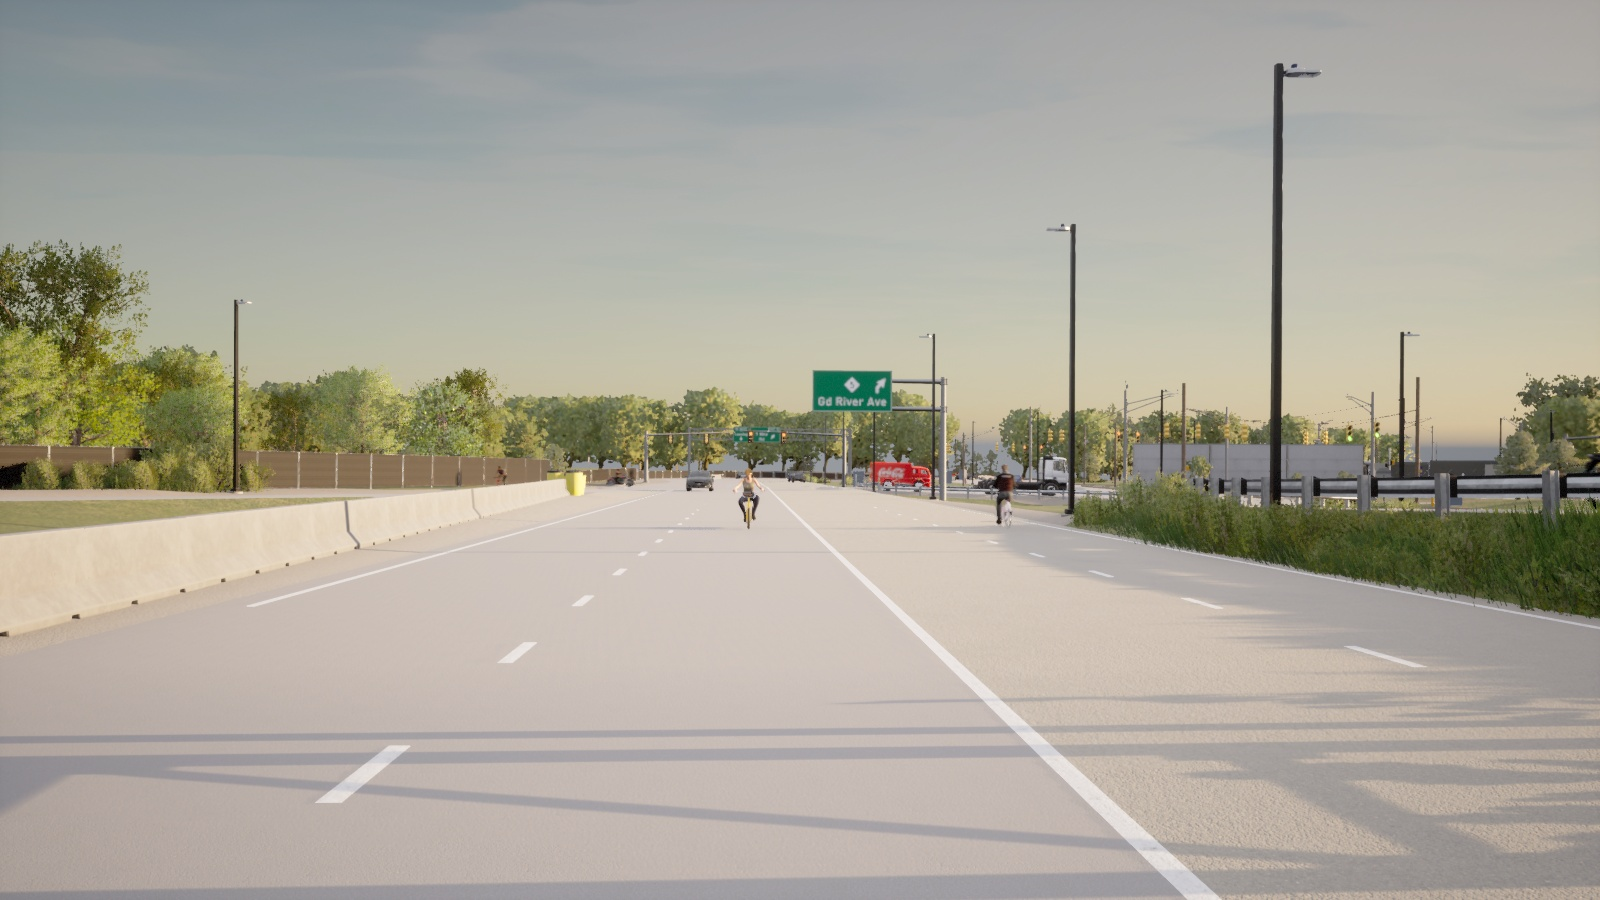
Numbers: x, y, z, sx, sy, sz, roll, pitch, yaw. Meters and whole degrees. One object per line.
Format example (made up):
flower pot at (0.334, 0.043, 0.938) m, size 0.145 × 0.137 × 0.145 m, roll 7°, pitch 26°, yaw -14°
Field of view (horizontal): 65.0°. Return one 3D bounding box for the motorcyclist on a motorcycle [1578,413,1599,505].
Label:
motorcyclist on a motorcycle at (14.176, 0.131, 20.776) m, size 0.797 × 1.523 × 2.044 m, roll 4°, pitch -5°, yaw -38°

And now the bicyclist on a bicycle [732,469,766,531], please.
bicyclist on a bicycle at (-1.354, 1.309, 33.400) m, size 0.866 × 1.612 × 1.509 m, roll 0°, pitch -1°, yaw -2°

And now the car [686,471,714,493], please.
car at (-7.180, 2.286, 90.477) m, size 1.837 × 1.490 × 4.892 m, roll 0°, pitch -1°, yaw -2°

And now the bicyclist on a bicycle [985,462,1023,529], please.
bicyclist on a bicycle at (5.603, 1.228, 34.577) m, size 0.659 × 1.776 × 1.843 m, roll 0°, pitch -1°, yaw -2°
